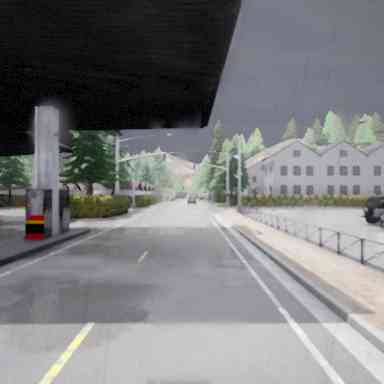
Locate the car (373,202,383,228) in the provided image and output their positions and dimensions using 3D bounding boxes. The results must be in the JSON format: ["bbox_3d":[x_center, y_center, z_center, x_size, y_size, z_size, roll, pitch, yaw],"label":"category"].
[{"bbox_3d":[12.682,1.474,18.544,3.806,1.475,1.970,0,0,-1],"label":"car"}]

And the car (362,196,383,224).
[{"bbox_3d":[13.272,1.210,21.874,3.866,1.878,1.905,0,0,-1],"label":"car"}]

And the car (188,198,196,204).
[{"bbox_3d":[-0.010,2.009,75.409,1.994,1.385,4.181,0,0,0],"label":"car"}]
